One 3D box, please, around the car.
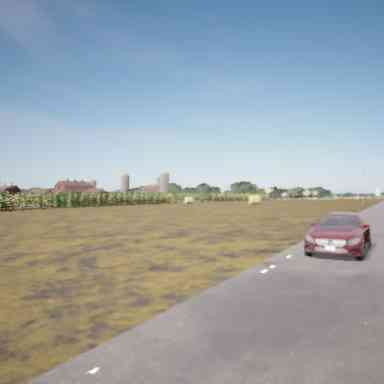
[{"bbox_3d":[5.582,1.502,12.459,1.812,1.442,4.674,-1,0,32],"label":"car"}]
